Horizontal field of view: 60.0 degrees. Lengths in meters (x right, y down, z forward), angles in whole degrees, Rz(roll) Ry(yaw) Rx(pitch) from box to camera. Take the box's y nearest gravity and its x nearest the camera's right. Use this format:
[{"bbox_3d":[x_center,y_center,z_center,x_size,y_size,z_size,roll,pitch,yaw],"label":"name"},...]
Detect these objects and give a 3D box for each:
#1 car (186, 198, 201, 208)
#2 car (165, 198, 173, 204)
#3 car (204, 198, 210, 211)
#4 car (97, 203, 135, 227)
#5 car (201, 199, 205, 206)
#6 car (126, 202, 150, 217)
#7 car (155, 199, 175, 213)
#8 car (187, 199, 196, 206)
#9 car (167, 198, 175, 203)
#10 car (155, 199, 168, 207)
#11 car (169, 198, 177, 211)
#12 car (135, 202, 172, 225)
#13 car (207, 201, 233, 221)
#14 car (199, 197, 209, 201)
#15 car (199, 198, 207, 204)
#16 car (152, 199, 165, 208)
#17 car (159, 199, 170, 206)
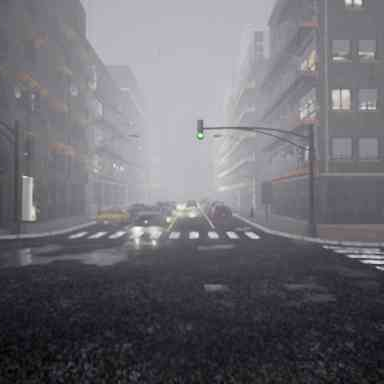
[{"bbox_3d":[-0.055,2.011,56.044,2.033,1.411,5.357,0,0,0],"label":"car"},{"bbox_3d":[-5.769,2.236,85.271,1.752,1.417,4.829,1,0,0],"label":"car"},{"bbox_3d":[2.663,1.734,35.728,1.967,1.590,4.097,1,0,0],"label":"car"},{"bbox_3d":[-5.707,1.728,24.516,1.752,1.417,4.829,1,0,0],"label":"car"},{"bbox_3d":[2.650,1.967,46.773,1.802,1.307,4.206,1,0,0],"label":"car"},{"bbox_3d":[-5.719,1.839,35.732,1.887,1.381,4.507,1,0,0],"label":"car"},{"bbox_3d":[-3.128,1.825,36.314,1.812,1.442,4.674,0,0,0],"label":"car"},{"bbox_3d":[-0.067,2.077,66.466,1.812,1.442,4.674,0,0,0],"label":"car"},{"bbox_3d":[-5.775,2.311,90.964,2.008,1.369,4.403,1,0,0],"label":"car"},{"bbox_3d":[-5.748,2.076,63.349,2.008,1.369,4.403,1,0,0],"label":"car"},{"bbox_3d":[-3.142,1.949,48.637,2.033,1.411,5.357,0,0,0],"label":"car"},{"bbox_3d":[-3.094,1.763,26.206,2.033,1.411,5.357,0,0,4],"label":"car"},{"bbox_3d":[2.668,1.793,30.203,1.887,1.381,4.507,1,0,0],"label":"car"},{"bbox_3d":[2.630,1.886,68.869,2.192,1.841,5.009,1,0,0],"label":"car"},{"bbox_3d":[2.617,2.230,79.912,1.947,1.339,4.313,1,0,0],"label":"car"},{"bbox_3d":[-5.741,2.003,57.656,1.752,1.417,4.829,1,0,0],"label":"car"},{"bbox_3d":[-5.753,2.116,68.872,1.887,1.381,4.507,1,0,0],"label":"car"}]
